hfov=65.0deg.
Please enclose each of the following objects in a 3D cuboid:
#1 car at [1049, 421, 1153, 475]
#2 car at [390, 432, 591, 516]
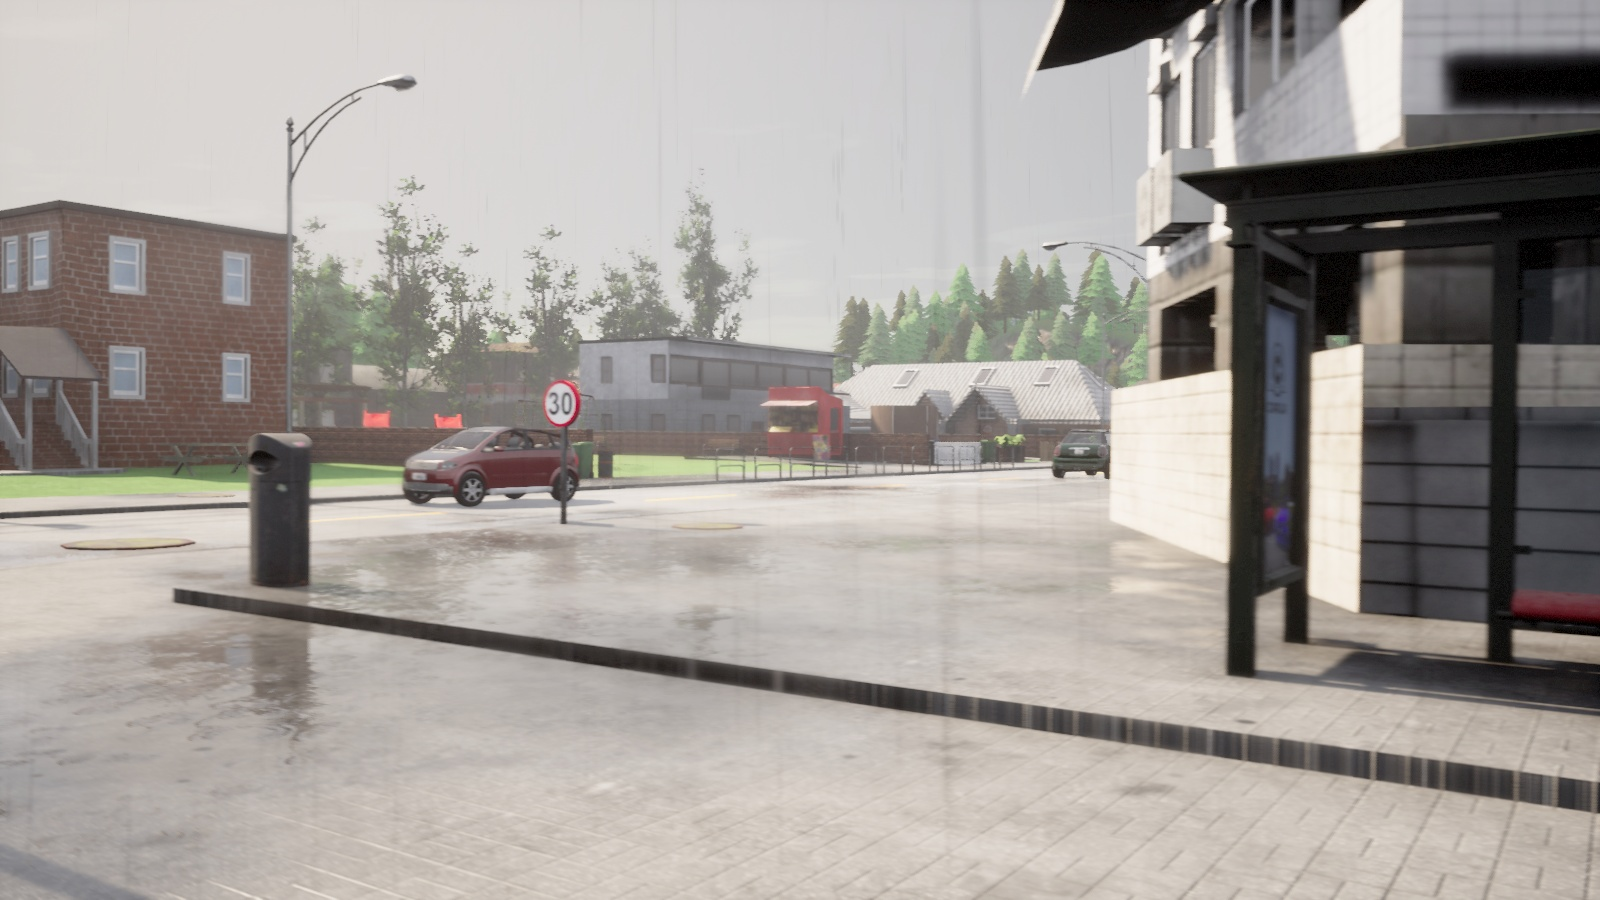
[{"bbox_3d":[10.565,-0.104,43.802,2.097,1.767,4.553,0,1,34],"label":"car"},{"bbox_3d":[-6.172,0.419,25.395,1.789,1.549,3.705,0,1,34],"label":"car"}]
